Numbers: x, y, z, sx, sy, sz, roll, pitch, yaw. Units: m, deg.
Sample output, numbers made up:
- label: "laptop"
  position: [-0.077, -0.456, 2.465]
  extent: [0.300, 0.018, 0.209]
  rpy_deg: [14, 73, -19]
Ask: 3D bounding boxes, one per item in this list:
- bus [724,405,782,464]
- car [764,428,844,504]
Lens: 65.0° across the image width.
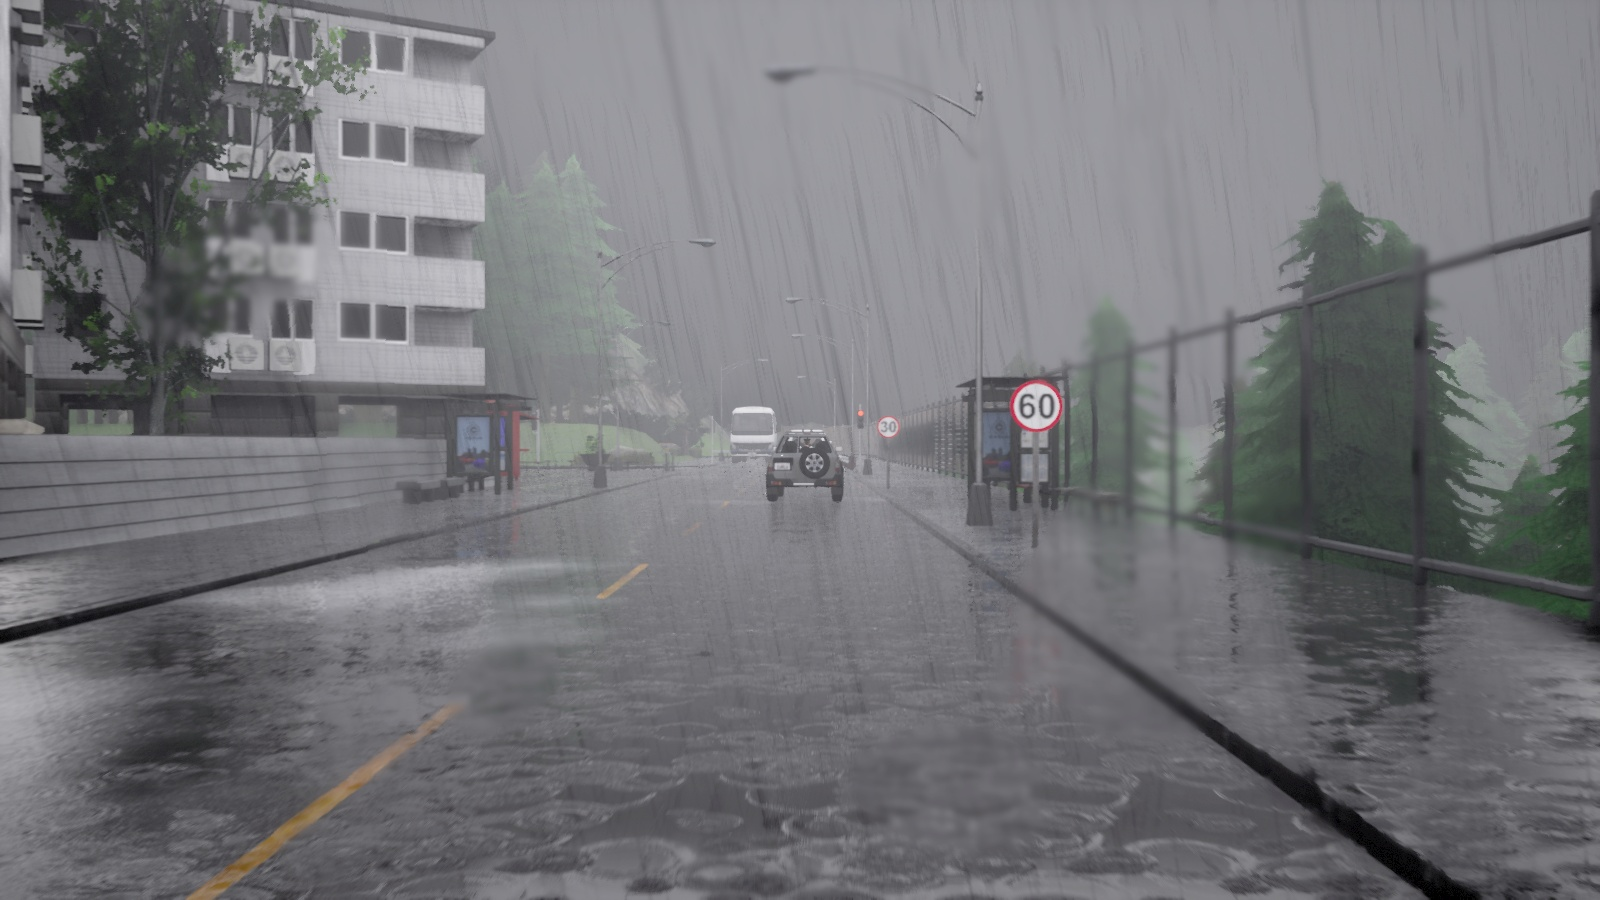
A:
- label: "bus"
  position: [-3.477, -1.175, 96.152]
  extent: [3.944, 4.253, 10.273]
  rpy_deg: [0, 0, 0]
- label: "car"
  position: [0.177, 0.378, 32.899]
  extent: [1.932, 1.855, 4.605]
  rpy_deg: [0, 0, 2]
